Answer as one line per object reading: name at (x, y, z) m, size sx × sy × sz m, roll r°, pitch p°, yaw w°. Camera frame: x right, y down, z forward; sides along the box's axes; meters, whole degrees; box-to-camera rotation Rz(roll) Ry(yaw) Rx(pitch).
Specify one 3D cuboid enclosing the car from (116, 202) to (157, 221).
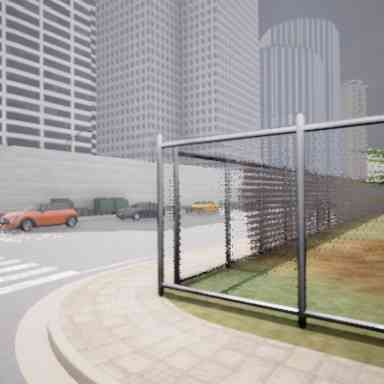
car at (-4.391, 1.642, 28.881) m, size 1.837 × 1.490 × 4.892 m, roll -1°, pitch 0°, yaw 36°

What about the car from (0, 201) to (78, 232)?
car at (-9.729, 1.489, 21.374) m, size 2.097 × 1.767 × 4.553 m, roll -1°, pitch 0°, yaw 35°
